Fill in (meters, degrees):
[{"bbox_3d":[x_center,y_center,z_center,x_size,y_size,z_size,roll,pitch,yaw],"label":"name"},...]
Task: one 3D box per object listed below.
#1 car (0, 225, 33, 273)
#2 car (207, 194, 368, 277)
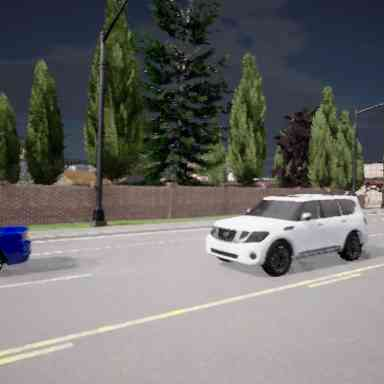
[{"bbox_3d":[-6.624,1.325,8.021,5.008,1.535,1.882,0,1,-33],"label":"car"},{"bbox_3d":[3.110,1.100,10.217,5.566,2.045,2.150,0,1,-33],"label":"car"}]
